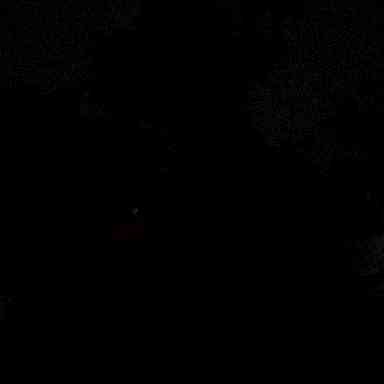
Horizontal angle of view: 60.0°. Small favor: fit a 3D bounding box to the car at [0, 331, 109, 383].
[{"bbox_3d":[-2.600,1.585,1.279,4.718,1.301,1.895,1,0,-39],"label":"car"}]
